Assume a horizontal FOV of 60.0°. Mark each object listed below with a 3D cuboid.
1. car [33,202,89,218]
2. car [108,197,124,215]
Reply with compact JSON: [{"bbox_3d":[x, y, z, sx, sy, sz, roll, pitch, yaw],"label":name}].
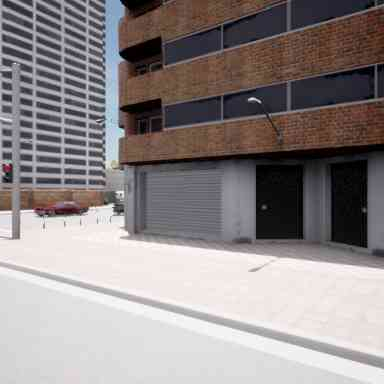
[{"bbox_3d":[-12.113,1.601,30.943,1.895,1.301,4.718,0,0,35],"label":"car"},{"bbox_3d":[-5.697,1.504,33.640,1.837,1.490,4.892,0,0,35],"label":"car"}]
